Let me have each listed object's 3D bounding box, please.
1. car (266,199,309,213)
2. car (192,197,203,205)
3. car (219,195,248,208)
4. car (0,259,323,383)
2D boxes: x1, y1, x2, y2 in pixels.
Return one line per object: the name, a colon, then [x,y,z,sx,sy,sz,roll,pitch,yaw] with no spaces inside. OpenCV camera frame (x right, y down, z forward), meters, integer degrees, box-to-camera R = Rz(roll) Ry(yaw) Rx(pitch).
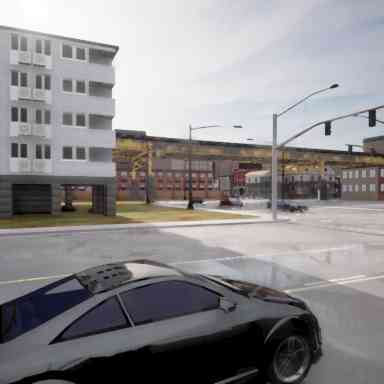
car: [10.721,1.547,37.857,2.033,1.411,5.357,0,0,-25]
car: [0.872,1.547,61.423,2.033,1.411,5.357,0,0,-6]
car: [5.674,1.526,48.534,1.812,1.442,4.674,0,0,-25]
car: [-0.414,1.564,4.030,4.181,1.385,1.994,0,0,-30]
